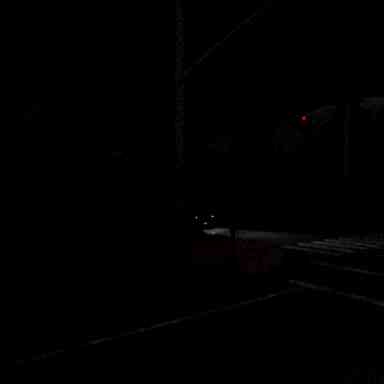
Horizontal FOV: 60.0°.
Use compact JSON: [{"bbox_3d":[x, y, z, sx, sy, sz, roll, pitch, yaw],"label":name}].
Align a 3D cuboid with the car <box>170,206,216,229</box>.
[{"bbox_3d":[-0.654,1.631,22.195,1.895,1.301,4.718,0,0,-43],"label":"car"}]
